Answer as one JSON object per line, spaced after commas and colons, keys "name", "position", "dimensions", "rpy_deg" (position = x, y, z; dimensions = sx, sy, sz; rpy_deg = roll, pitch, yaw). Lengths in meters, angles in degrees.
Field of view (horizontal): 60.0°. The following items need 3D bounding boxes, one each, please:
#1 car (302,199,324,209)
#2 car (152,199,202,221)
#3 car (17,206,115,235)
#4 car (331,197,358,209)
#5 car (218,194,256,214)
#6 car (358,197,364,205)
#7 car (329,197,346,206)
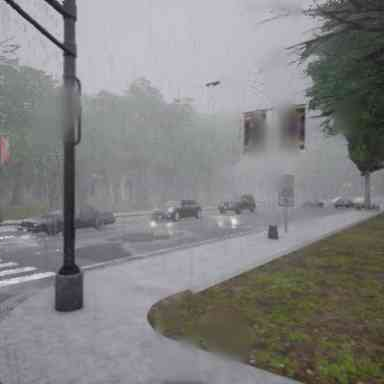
{"name": "car", "position": [17.085, 1.659, 46.700], "dimensions": [1.895, 1.301, 4.718], "rpy_deg": [0, 0, 35]}
{"name": "car", "position": [-1.163, 1.355, 27.016], "dimensions": [2.097, 1.767, 4.553], "rpy_deg": [0, 0, 35]}
{"name": "car", "position": [-6.895, 1.536, 18.973], "dimensions": [2.033, 1.411, 5.357], "rpy_deg": [0, 0, 35]}
{"name": "car", "position": [21.963, 1.621, 47.951], "dimensions": [2.033, 1.411, 5.357], "rpy_deg": [0, 0, 36]}
{"name": "car", "position": [4.941, 1.241, 35.585], "dimensions": [2.150, 2.045, 5.566], "rpy_deg": [0, 0, 35]}
{"name": "car", "position": [29.204, 1.623, 58.107], "dimensions": [1.812, 1.442, 4.674], "rpy_deg": [0, 0, 36]}
{"name": "car", "position": [25.997, 1.612, 59.217], "dimensions": [1.812, 1.442, 4.674], "rpy_deg": [0, 0, 35]}
